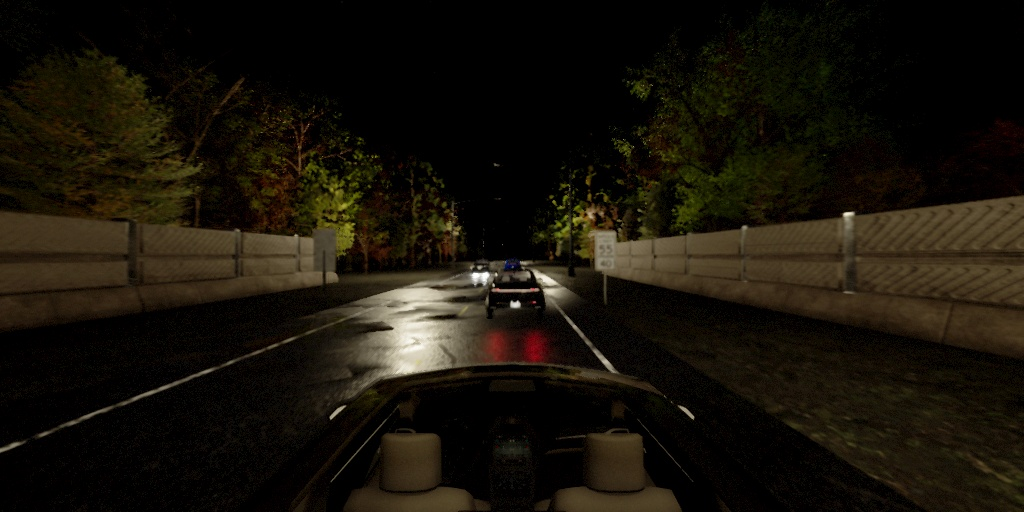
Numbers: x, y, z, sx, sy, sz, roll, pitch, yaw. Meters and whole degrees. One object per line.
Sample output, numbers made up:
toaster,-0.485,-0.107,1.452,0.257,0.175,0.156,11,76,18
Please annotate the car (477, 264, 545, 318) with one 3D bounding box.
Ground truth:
car,0.100,1.214,12.933,2.128,1.511,4.902,-1,0,0

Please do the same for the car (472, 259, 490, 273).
car,-3.571,1.124,42.380,2.128,1.511,4.902,0,0,0

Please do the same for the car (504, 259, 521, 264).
car,0.102,1.102,43.758,1.882,1.535,5.008,0,0,0
